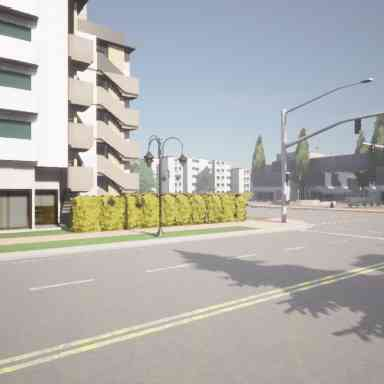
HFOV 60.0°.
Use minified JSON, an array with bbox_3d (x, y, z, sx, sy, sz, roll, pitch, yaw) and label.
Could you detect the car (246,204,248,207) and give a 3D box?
[{"bbox_3d":[6.445,1.564,50.061,1.994,1.385,4.181,0,0,-29],"label":"car"}]
